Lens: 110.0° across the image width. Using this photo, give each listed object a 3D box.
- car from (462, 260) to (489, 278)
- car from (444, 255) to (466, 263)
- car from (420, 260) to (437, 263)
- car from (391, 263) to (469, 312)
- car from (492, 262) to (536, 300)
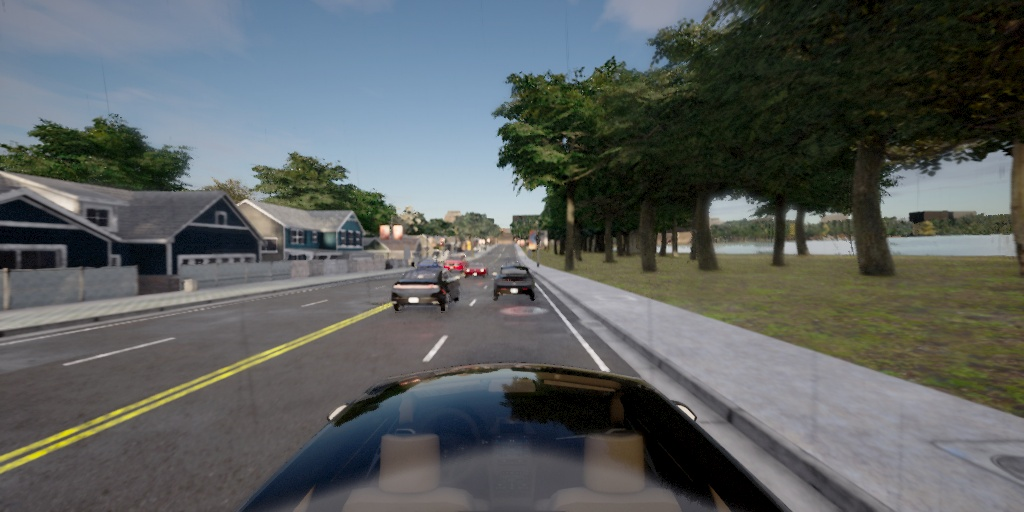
[{"bbox_3d":[-3.153,1.268,32.770,1.895,1.301,4.718,0,0,0],"label":"car"},{"bbox_3d":[-6.501,0.894,41.395,2.150,2.045,5.566,0,0,0],"label":"car"},{"bbox_3d":[-9.748,1.180,41.757,1.882,1.535,5.008,0,0,0],"label":"car"},{"bbox_3d":[-3.146,1.194,13.881,2.128,1.511,4.902,0,0,0],"label":"car"},{"bbox_3d":[0.100,1.193,17.357,1.837,1.490,4.892,0,0,0],"label":"car"}]
